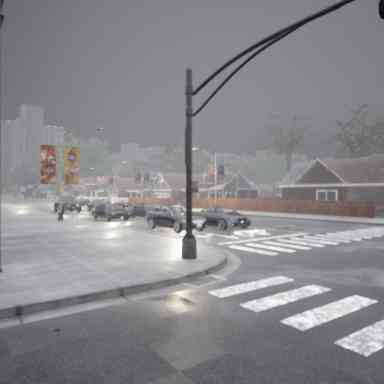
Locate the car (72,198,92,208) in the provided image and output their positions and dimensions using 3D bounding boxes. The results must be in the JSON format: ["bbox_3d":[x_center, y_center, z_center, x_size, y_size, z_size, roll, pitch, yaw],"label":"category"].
[{"bbox_3d":[-18.891,1.830,56.874,1.837,1.490,4.892,0,0,-35],"label":"car"}]

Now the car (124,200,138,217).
[{"bbox_3d":[-4.060,1.698,30.183,2.033,1.411,5.357,0,0,-36],"label":"car"}]

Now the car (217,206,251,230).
[{"bbox_3d":[1.882,1.651,21.810,1.994,1.385,4.181,0,0,-36],"label":"car"}]

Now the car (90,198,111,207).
[{"bbox_3d":[-16.241,1.800,58.755,1.882,1.535,5.008,0,0,-35],"label":"car"}]

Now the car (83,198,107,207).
[{"bbox_3d":[-11.243,1.730,40.338,1.837,1.490,4.892,0,0,-35],"label":"car"}]

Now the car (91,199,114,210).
[{"bbox_3d":[-13.180,1.795,48.881,1.812,1.442,4.674,0,0,-35],"label":"car"}]

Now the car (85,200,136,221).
[{"bbox_3d":[-7.181,1.706,28.963,2.033,1.411,5.357,0,0,-36],"label":"car"}]

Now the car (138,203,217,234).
[{"bbox_3d":[-1.055,1.584,20.312,2.128,1.511,4.902,0,0,-37],"label":"car"}]

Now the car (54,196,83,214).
[{"bbox_3d":[-15.046,1.463,40.082,2.150,2.045,5.566,0,0,-35],"label":"car"}]
